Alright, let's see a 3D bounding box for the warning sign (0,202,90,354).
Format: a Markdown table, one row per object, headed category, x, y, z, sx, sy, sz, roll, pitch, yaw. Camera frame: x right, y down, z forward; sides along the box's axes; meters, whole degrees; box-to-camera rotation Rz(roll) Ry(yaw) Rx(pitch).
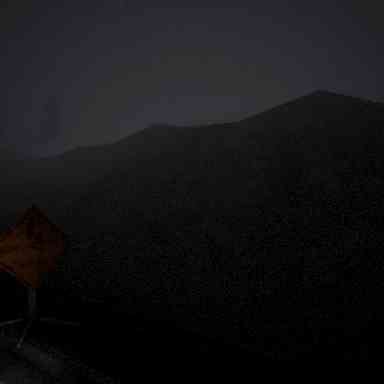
| category | x | y | z | sx | sy | sz | roll | pitch | yaw |
| --- | --- | --- | --- | --- | --- | --- | --- | --- | --- |
| warning sign | -2.424 | 1.115 | 5.046 | 1.060 | 1.860 | 1.300 | 0 | 0 | 36 |
